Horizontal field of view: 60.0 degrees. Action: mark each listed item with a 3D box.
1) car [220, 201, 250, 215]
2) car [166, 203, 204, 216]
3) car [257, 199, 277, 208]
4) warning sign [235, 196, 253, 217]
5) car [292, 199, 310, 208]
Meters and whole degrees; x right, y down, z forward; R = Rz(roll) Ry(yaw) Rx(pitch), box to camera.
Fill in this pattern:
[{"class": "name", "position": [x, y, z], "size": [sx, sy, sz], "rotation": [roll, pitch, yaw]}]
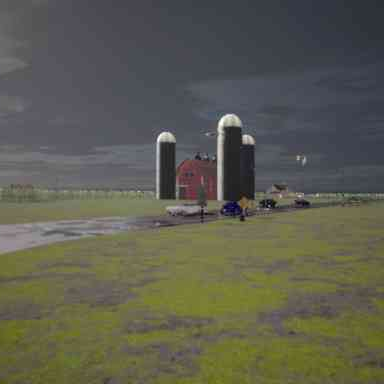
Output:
[{"class": "car", "position": [4.874, 1.794, 37.775], "size": [1.812, 1.442, 4.674], "rotation": [0, 0, 35]}, {"class": "car", "position": [-0.748, 1.830, 36.249], "size": [1.895, 1.301, 4.718], "rotation": [0, 0, 36]}, {"class": "car", "position": [12.367, 1.870, 54.422], "size": [1.837, 1.490, 4.892], "rotation": [0, -1, 36]}, {"class": "warning sign", "position": [5.010, 1.376, 32.000], "size": [1.300, 1.860, 1.060], "rotation": [1, 0, 36]}, {"class": "car", "position": [18.778, 1.897, 57.204], "size": [2.128, 1.511, 4.902], "rotation": [0, 0, 36]}]
